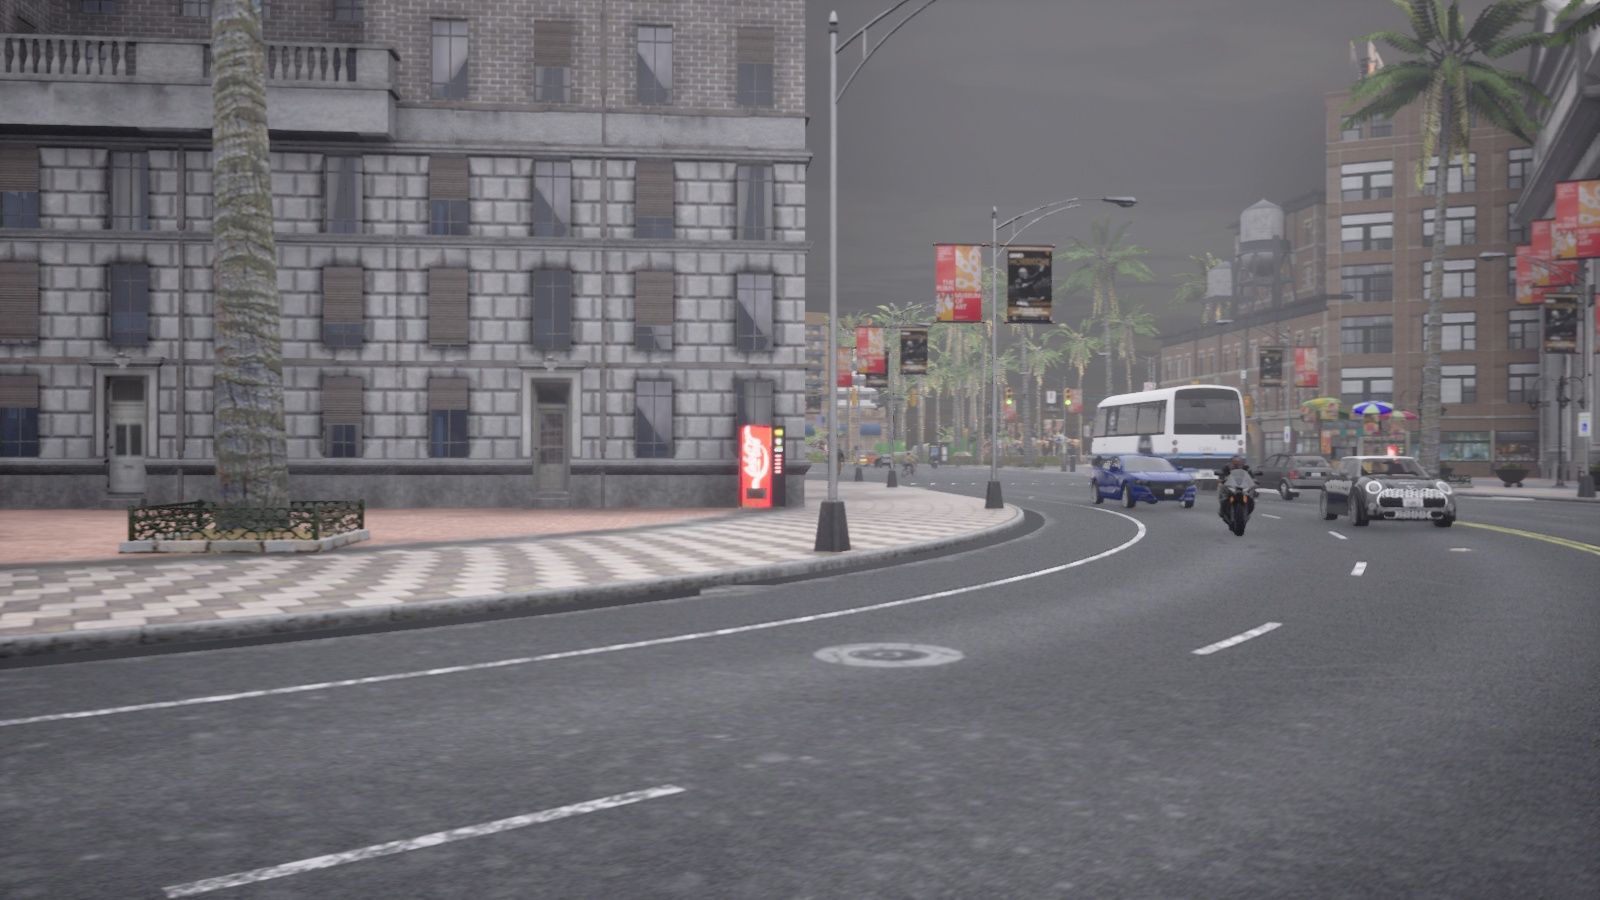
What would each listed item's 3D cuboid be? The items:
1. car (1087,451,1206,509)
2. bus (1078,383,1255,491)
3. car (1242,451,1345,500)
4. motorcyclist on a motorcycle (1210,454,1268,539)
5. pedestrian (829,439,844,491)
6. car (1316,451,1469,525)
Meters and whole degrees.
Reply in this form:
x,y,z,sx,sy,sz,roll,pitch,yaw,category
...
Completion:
x,y,z,sx,sy,sz,roll,pitch,yaw,category
9.869,0.816,36.216,1.882,1.535,5.008,0,0,-2,car
15.629,-0.493,54.761,3.944,4.253,10.273,0,0,-5,bus
16.532,0.821,42.238,1.789,1.549,3.705,0,0,-4,car
8.254,0.836,23.695,0.866,1.530,2.191,0,0,15,motorcyclist on a motorcycle
1.306,0.547,45.028,0.540,1.848,0.694,0,0,2,pedestrian
12.586,0.765,26.930,1.970,1.475,3.806,0,0,9,car
